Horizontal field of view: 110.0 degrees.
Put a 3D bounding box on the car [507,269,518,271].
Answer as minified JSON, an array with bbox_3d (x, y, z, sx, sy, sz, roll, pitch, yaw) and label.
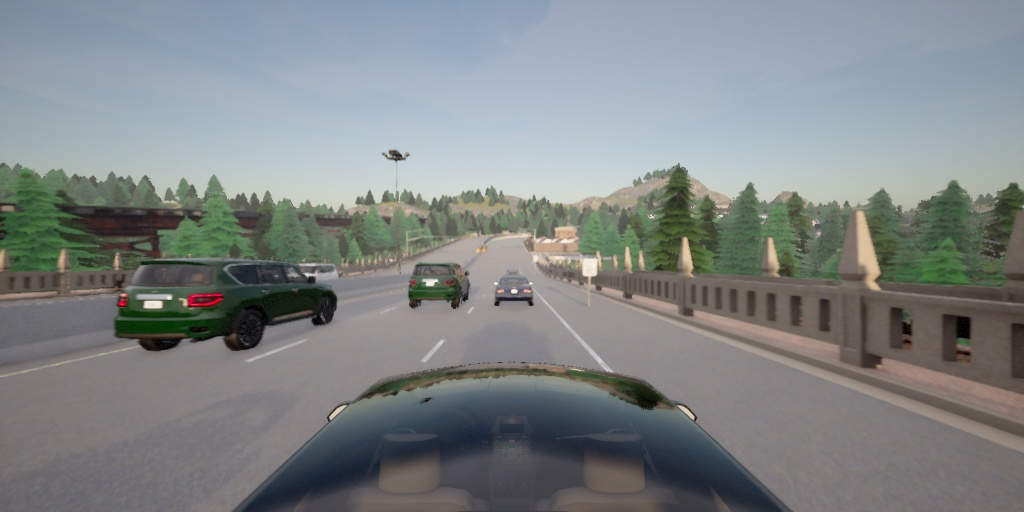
[{"bbox_3d":[0.085,2.327,44.606,2.128,1.511,4.902,0,-2,0],"label":"car"}]

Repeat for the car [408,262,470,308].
[{"bbox_3d":[-3.405,1.341,17.556,2.150,2.045,5.566,0,-2,0],"label":"car"}]

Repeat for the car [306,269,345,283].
[{"bbox_3d":[-21.014,2.212,40.649,1.882,1.535,5.008,0,-2,0],"label":"car"}]

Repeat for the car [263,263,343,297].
[{"bbox_3d":[-14.017,1.529,24.600,2.150,2.045,5.566,0,-2,0],"label":"car"}]

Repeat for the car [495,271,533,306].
[{"bbox_3d":[0.094,1.689,18.406,2.033,1.411,5.357,0,-2,0],"label":"car"}]

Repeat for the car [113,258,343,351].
[{"bbox_3d":[-6.903,1.114,9.576,2.150,2.045,5.566,0,-2,0],"label":"car"}]
